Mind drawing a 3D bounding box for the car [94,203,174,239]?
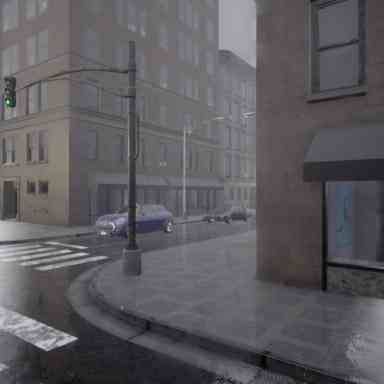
[{"bbox_3d":[-3.027,1.432,18.032,2.097,1.767,4.553,0,0,35],"label":"car"}]

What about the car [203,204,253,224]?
[{"bbox_3d":[3.009,1.685,26.533,2.033,1.411,5.357,0,0,35],"label":"car"}]
